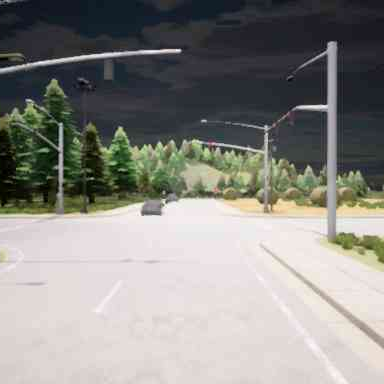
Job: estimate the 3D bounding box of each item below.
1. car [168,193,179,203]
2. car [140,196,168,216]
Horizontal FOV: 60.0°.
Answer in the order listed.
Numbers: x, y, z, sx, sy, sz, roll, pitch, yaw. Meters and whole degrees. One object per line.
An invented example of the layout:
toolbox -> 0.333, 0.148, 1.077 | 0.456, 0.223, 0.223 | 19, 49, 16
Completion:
car -> -3.502, 1.053, 60.030 | 2.097, 1.767, 4.553 | 0, 0, 0
car -> -3.500, 1.431, 30.149 | 1.837, 1.490, 4.892 | 0, 2, 0
